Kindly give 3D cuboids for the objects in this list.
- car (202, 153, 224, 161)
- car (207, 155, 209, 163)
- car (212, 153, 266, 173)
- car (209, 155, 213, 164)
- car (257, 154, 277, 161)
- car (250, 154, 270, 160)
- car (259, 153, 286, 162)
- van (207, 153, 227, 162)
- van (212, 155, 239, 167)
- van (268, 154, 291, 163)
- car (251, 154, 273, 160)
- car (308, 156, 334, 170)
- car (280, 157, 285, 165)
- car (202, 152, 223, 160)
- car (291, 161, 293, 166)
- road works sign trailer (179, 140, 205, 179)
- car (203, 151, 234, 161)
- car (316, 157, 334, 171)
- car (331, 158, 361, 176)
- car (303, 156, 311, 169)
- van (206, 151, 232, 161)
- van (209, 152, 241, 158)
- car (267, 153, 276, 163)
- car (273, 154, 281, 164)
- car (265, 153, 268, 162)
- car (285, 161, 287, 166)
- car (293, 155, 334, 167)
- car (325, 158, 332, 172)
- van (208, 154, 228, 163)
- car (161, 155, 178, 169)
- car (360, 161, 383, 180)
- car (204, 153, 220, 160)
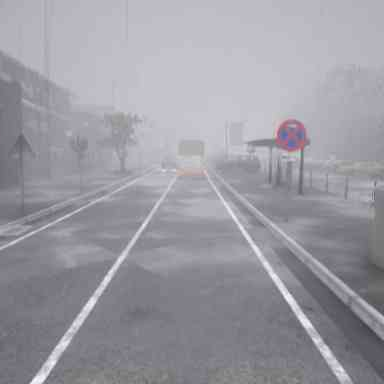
[{"bbox_3d":[5.606,-9.419,88.244,5.566,2.045,2.435,0,7,0],"label":"car"},{"bbox_3d":[5.713,-5.550,60.470,4.792,1.488,2.163,0,7,0],"label":"car"},{"bbox_3d":[5.690,-3.441,40.957,5.566,2.045,2.435,0,7,0],"label":"car"},{"bbox_3d":[5.694,-4.550,52.118,5.008,1.535,2.097,0,7,0],"label":"car"},{"bbox_3d":[18.754,-8.636,83.173,4.553,1.767,2.185,0,7,0],"label":"car"},{"bbox_3d":[18.715,-9.583,91.447,4.892,1.521,2.231,0,7,0],"label":"car"},{"bbox_3d":[18.762,-8.045,77.651,5.566,2.045,2.435,0,7,0],"label":"car"},{"bbox_3d":[5.771,-7.948,77.127,4.442,1.987,1.878,0,7,0],"label":"van"},{"bbox_3d":[5.806,-5.459,57.657,4.442,1.987,1.878,0,7,0],"label":"van"},{"bbox_3d":[18.860,-7.304,72.150,4.442,1.987,1.878,0,7,0],"label":"van"},{"bbox_3d":[18.529,-9.229,88.693,5.366,1.575,1.946,0,7,0],"label":"car"},{"bbox_3d":[18.797,-3.639,44.628,5.008,1.535,2.097,0,7,0],"label":"car"},{"bbox_3d":[18.952,-5.330,58.406,5.366,1.575,1.946,0,7,0],"label":"car"},{"bbox_3d":[5.601,-9.780,91.024,5.566,2.045,2.435,0,7,0],"label":"car"},{"bbox_3d":[18.771,-4.646,52.893,4.892,1.521,2.231,0,7,0],"label":"car"},{"bbox_3d":[-0.017,-3.024,31.203,2.380,3.560,2.880,0,7,-1],"label":"road works sign trailer"},{"bbox_3d":[5.636,-7.251,71.563,5.566,2.045,2.435,0,7,0],"label":"car"},{"bbox_3d":[18.803,-3.301,41.873,4.892,1.521,2.231,0,7,0],"label":"car"},{"bbox_3d":[18.621,-2.633,36.363,5.366,1.575,1.946,0,7,0],"label":"car"},{"bbox_3d":[18.792,-3.975,47.384,5.008,1.535,2.097,0,7,0],"label":"car"},{"bbox_3d":[5.786,-6.865,68.790,4.442,1.987,1.878,0,7,0],"label":"van"},{"bbox_3d":[5.577,-5.115,54.877,4.442,1.987,1.878,0,7,0],"label":"van"},{"bbox_3d":[18.724,-6.618,66.639,5.566,2.045,2.435,0,7,0],"label":"car"},{"bbox_3d":[18.786,-5.989,63.922,4.792,1.488,2.163,0,7,0],"label":"car"},{"bbox_3d":[18.776,-6.971,69.393,5.566,2.045,2.435,0,7,0],"label":"car"},{"bbox_3d":[18.767,-4.986,55.650,5.008,1.535,2.097,0,7,0],"label":"car"},{"bbox_3d":[18.753,-4.560,50.109,5.566,2.045,2.435,0,7,0],"label":"car"},{"bbox_3d":[18.831,-2.937,39.122,4.792,1.488,2.163,0,7,0],"label":"car"},{"bbox_3d":[5.776,-7.587,74.348,4.442,1.987,1.878,0,7,0],"label":"van"},{"bbox_3d":[-3.339,-4.618,50.417,2.150,2.045,5.566,0,7,0],"label":"car"},{"bbox_3d":[18.787,-1.928,30.856,4.792,1.488,2.163,0,7,0],"label":"car"},{"bbox_3d":[5.594,-10.017,93.819,4.553,1.767,2.185,0,7,0],"label":"car"}]
